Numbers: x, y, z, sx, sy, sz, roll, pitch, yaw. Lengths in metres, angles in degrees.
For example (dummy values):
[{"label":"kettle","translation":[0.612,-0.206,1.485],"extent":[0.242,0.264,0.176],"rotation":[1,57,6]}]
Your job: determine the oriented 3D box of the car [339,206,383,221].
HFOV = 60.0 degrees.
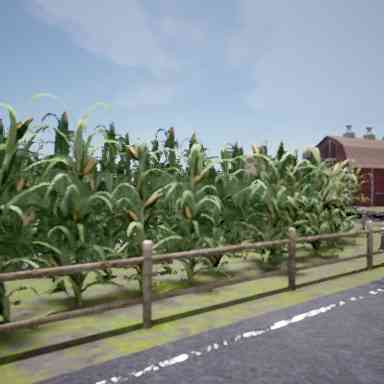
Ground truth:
[{"label":"car","translation":[15.963,2.008,31.571],"extent":[1.895,1.301,4.718],"rotation":[1,-1,-30]}]
